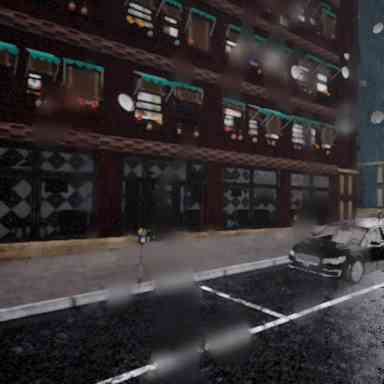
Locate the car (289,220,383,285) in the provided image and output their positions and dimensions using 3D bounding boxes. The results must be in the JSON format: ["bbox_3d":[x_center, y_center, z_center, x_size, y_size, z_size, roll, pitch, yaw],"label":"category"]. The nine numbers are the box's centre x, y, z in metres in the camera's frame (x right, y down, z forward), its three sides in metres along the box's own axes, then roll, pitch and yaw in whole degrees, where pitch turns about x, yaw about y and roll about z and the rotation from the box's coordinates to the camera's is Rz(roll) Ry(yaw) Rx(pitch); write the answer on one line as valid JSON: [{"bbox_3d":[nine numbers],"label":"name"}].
[{"bbox_3d":[4.568,1.516,9.393,4.403,1.369,2.008,0,2,-36],"label":"car"}]
